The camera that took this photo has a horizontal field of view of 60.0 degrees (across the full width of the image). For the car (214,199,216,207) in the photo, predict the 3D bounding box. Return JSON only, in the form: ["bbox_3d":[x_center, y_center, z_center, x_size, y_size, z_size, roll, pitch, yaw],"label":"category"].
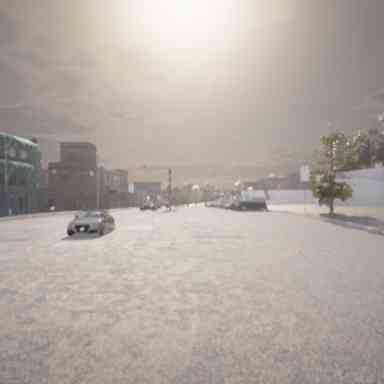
[{"bbox_3d":[7.994,2.635,69.330,5.366,1.575,1.946,1,-2,-20],"label":"car"}]

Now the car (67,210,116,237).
[{"bbox_3d":[-5.935,1.789,19.955,1.994,1.385,4.181,-1,1,0],"label":"car"}]

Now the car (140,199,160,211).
[{"bbox_3d":[-6.034,1.996,46.221,1.994,1.385,4.181,0,-2,0],"label":"car"}]

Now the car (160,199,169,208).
[{"bbox_3d":[-6.136,2.422,70.185,2.150,2.045,5.566,0,-2,0],"label":"car"}]

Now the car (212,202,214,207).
[{"bbox_3d":[7.805,2.833,75.213,5.008,1.535,2.097,1,-2,-20],"label":"car"}]

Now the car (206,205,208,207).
[{"bbox_3d":[7.563,3.546,92.987,5.366,1.575,1.946,2,-3,-20],"label":"car"}]

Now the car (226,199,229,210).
[{"bbox_3d":[7.892,1.988,48.426,4.674,1.452,2.002,1,-2,-20],"label":"car"}]

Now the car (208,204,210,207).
[{"bbox_3d":[7.745,2.915,84.132,5.566,2.045,2.435,2,-2,-20],"label":"car"}]

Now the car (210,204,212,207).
[{"bbox_3d":[7.816,2.687,78.211,5.566,2.045,2.435,1,-3,-20],"label":"car"}]

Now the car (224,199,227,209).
[{"bbox_3d":[7.888,2.086,51.398,4.674,1.452,2.002,1,-2,-20],"label":"car"}]

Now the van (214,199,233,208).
[{"bbox_3d":[7.673,2.821,81.130,4.442,1.987,1.878,2,-2,-20],"label":"van"}]

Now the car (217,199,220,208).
[{"bbox_3d":[7.875,2.313,63.320,4.553,1.767,2.185,1,-2,-20],"label":"car"}]

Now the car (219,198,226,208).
[{"bbox_3d":[7.702,2.136,54.311,5.366,1.575,1.946,1,-2,-20],"label":"car"}]

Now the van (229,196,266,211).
[{"bbox_3d":[7.801,1.621,45.411,4.442,1.987,1.878,1,-2,-20],"label":"van"}]
